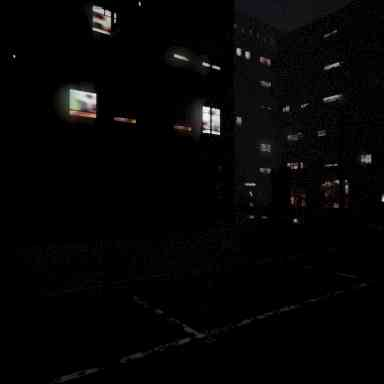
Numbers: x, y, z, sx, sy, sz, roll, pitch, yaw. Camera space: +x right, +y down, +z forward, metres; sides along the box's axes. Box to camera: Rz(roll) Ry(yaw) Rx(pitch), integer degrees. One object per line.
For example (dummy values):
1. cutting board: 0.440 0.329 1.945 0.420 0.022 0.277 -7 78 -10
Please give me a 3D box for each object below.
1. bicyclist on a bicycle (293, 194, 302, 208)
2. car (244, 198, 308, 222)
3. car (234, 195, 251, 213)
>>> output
1. bicyclist on a bicycle: 11.514 1.011 36.229 1.656 1.620 0.582 0 1 -36
2. car: 6.267 1.342 24.208 2.008 1.369 4.403 1 0 -36
3. car: 4.688 1.059 30.759 2.097 1.767 4.553 0 1 -36
